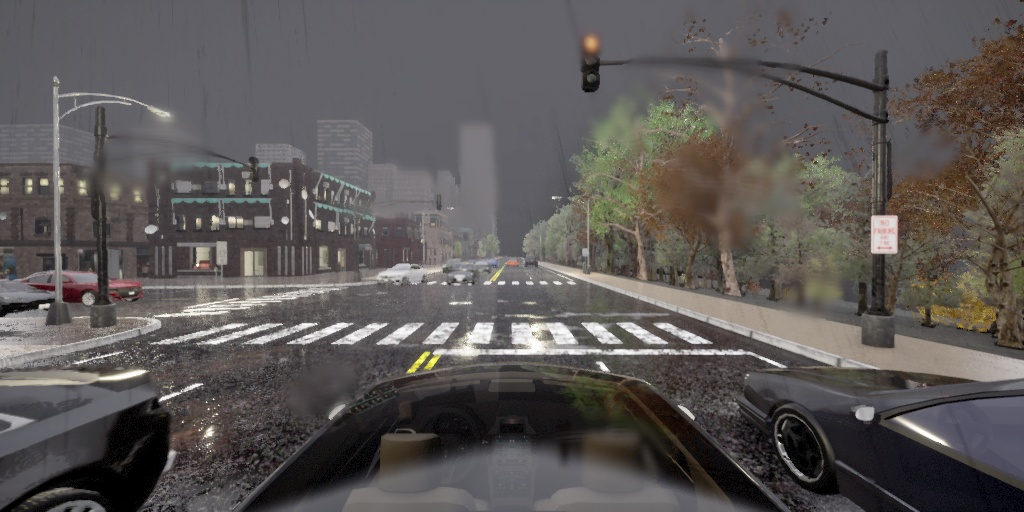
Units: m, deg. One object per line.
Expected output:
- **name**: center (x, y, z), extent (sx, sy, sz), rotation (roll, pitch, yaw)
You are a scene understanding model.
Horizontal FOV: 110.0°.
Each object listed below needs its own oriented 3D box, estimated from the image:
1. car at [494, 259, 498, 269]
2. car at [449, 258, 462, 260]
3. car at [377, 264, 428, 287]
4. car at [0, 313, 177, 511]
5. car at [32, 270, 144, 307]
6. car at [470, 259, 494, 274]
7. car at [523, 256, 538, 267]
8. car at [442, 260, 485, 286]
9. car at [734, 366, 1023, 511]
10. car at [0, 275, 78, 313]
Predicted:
- **car**: center (-3.264, 1.196, 56.525), extent (1.882, 1.535, 5.008), rotation (0, 0, 0)
- **car**: center (-6.548, 1.079, 40.918), extent (2.097, 1.767, 4.553), rotation (0, 0, 0)
- **car**: center (-7.458, 1.265, 24.950), extent (1.812, 1.442, 4.674), rotation (0, 0, 13)
- **car**: center (-3.351, 1.243, 0.490), extent (2.128, 1.511, 4.902), rotation (0, 0, 0)
- **car**: center (-19.821, 1.445, 16.337), extent (5.008, 1.535, 1.882), rotation (-1, 1, 0)
- **car**: center (-3.304, 1.255, 40.011), extent (1.812, 1.442, 4.674), rotation (0, 0, 0)
- **car**: center (3.432, 0.934, 64.201), extent (2.150, 2.045, 5.566), rotation (0, 0, 0)
- **car**: center (-3.321, 1.230, 25.167), extent (2.128, 1.511, 4.902), rotation (0, 0, 0)
- **car**: center (3.350, 1.298, 1.454), extent (2.033, 1.411, 5.357), rotation (0, 0, 0)
- **car**: center (-19.932, 1.562, 13.633), extent (4.313, 1.339, 1.948), rotation (0, 0, 0)
